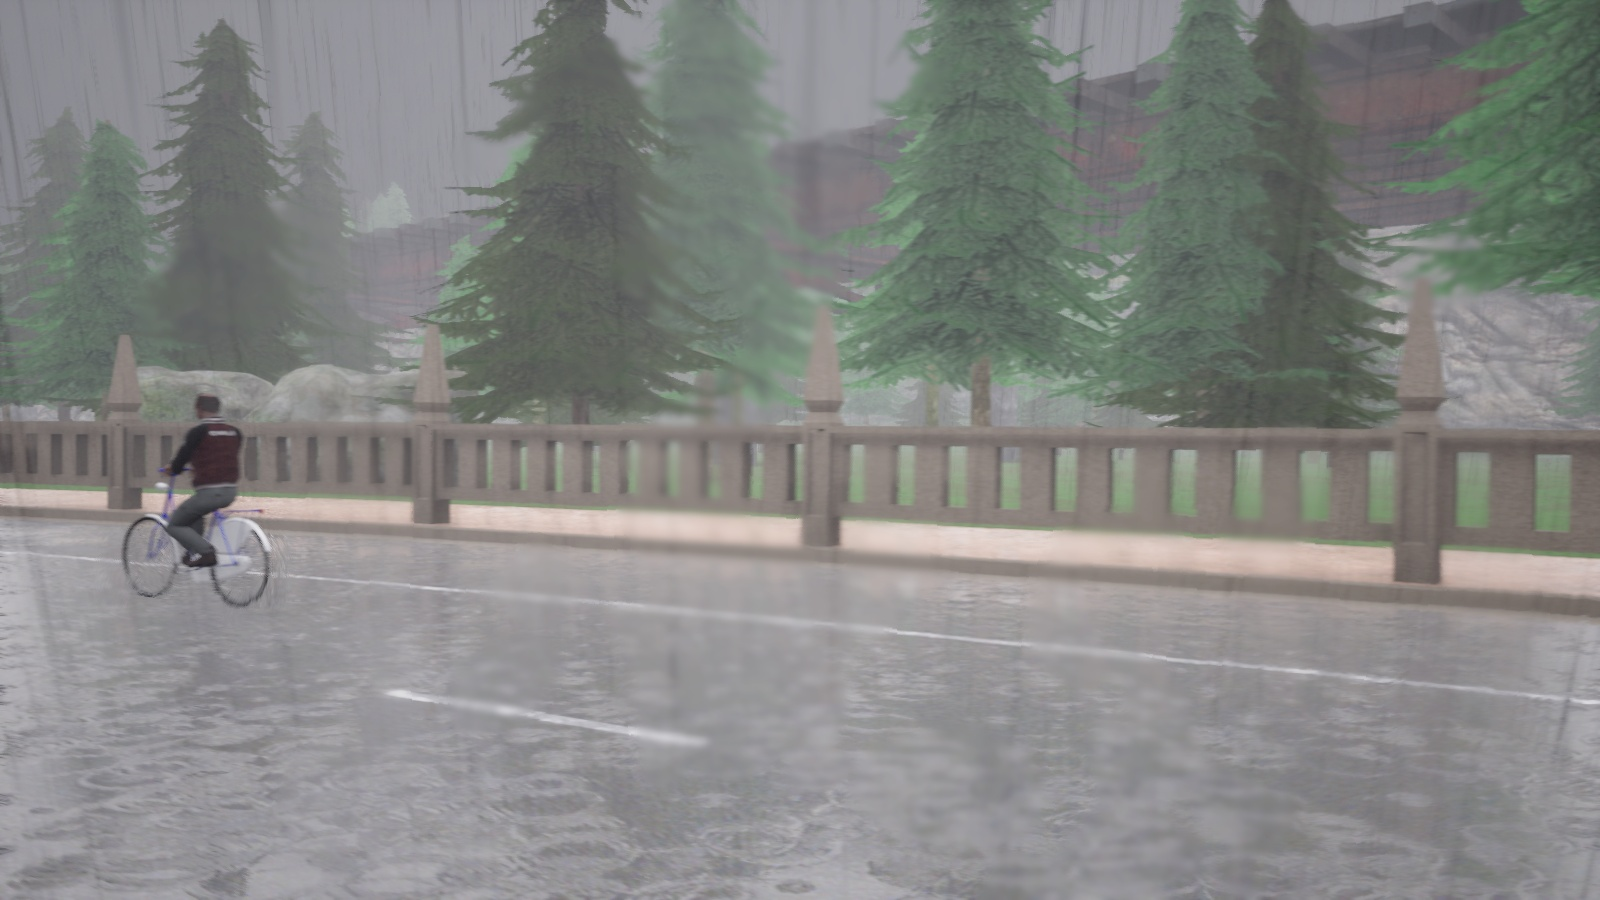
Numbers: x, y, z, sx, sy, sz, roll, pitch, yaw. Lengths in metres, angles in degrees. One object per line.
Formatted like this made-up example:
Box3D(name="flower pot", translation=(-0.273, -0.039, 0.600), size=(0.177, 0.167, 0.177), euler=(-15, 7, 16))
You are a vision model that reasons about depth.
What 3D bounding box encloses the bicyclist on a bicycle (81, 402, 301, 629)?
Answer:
Box3D(name="bicyclist on a bicycle", translation=(-5.103, 0.501, 10.505), size=(1.843, 1.776, 0.659), euler=(0, 2, 28))
